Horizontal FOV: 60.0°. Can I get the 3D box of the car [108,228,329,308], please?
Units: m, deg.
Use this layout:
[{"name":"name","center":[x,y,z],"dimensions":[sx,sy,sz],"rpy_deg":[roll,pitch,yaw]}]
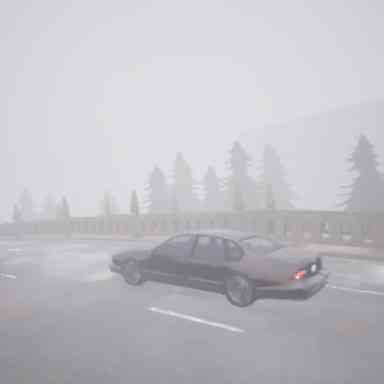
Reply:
[{"name":"car","center":[0.359,1.610,8.043],"dimensions":[5.357,1.411,2.033],"rpy_deg":[-2,-1,36]}]
